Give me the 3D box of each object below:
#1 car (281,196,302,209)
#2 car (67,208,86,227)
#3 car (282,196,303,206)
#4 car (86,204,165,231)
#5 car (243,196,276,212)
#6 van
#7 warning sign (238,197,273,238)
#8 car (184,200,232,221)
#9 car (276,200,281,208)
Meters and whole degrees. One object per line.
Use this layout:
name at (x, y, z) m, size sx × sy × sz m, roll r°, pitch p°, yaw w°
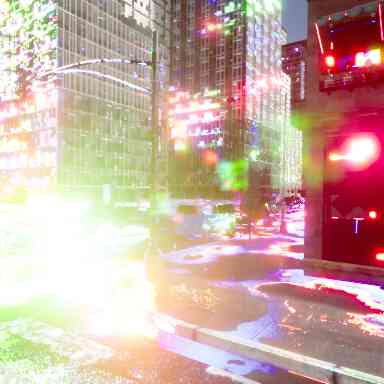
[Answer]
car at (13.041, 1.438, 44.291) m, size 2.033 × 1.411 × 5.357 m, roll 1°, pitch 1°, yaw 36°
car at (-6.045, 1.467, 21.839) m, size 1.947 × 1.339 × 4.313 m, roll 1°, pitch 1°, yaw 35°
car at (16.193, 1.364, 53.337) m, size 1.752 × 1.417 × 4.829 m, roll 1°, pitch 1°, yaw 35°
car at (-3.827, 1.540, 20.490) m, size 1.895 × 1.301 × 4.718 m, roll 1°, pitch 1°, yaw 35°
car at (6.852, 1.384, 35.598) m, size 1.882 × 1.535 × 5.008 m, roll 1°, pitch 1°, yaw 35°
van at (0.804, 1.368, 17.003) m, size 1.690 × 1.788 × 3.998 m, roll 1°, pitch 1°, yaw 35°
warning sign at (3.089, 1.177, 16.116) m, size 1.300 × 1.860 × 1.060 m, roll 1°, pitch 1°, yaw 35°
car at (1.426, 1.448, 27.927) m, size 1.812 × 1.442 × 4.674 m, roll 1°, pitch 1°, yaw 35°
car at (9.910, 1.293, 44.436) m, size 1.967 × 1.590 × 4.097 m, roll 1°, pitch 1°, yaw 35°
